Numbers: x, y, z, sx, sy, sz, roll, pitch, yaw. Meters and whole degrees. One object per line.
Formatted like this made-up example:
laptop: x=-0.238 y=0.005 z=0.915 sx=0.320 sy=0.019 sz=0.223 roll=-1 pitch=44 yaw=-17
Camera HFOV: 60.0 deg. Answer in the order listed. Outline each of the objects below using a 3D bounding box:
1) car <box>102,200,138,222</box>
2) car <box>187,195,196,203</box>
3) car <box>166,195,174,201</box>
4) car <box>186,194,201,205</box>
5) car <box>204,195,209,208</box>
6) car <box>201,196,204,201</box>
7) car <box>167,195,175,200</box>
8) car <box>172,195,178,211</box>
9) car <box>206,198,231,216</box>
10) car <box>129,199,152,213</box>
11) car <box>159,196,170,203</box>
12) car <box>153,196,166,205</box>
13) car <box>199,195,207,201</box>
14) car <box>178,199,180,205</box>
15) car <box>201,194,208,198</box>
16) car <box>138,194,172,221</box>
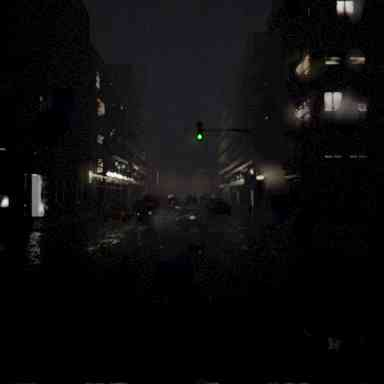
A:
car: x=-5.703 y=1.507 z=25.947 sx=1.752 sy=1.417 sz=4.829 roll=1 pitch=0 yaw=0
car: x=-0.055 y=1.435 z=67.898 sx=1.837 sy=1.490 sz=4.892 roll=0 pitch=0 yaw=0
car: x=-5.753 y=1.476 z=86.704 sx=1.752 sy=1.417 sz=4.829 roll=1 pitch=0 yaw=0
car: x=-0.046 y=1.315 z=57.862 sx=2.097 sy=1.767 sz=4.553 roll=0 pitch=0 yaw=0
car: x=2.669 y=1.415 z=37.157 sx=1.967 sy=1.590 sz=4.097 roll=1 pitch=0 yaw=0
car: x=2.659 y=1.550 z=48.204 sx=1.802 sy=1.307 sz=4.206 roll=1 pitch=0 yaw=0
car: x=-5.758 y=1.499 z=92.398 sx=2.008 sy=1.369 sz=4.403 roll=1 pitch=0 yaw=0
car: x=-3.118 y=1.477 z=40.618 sx=1.837 sy=1.490 sz=4.892 roll=0 pitch=0 yaw=0
car: x=2.673 y=1.523 z=31.633 sx=1.887 sy=1.381 sz=4.507 roll=1 pitch=0 yaw=0
car: x=-5.713 y=1.519 z=37.164 sx=1.887 sy=1.381 sz=4.507 roll=1 pitch=0 yaw=0
car: x=-5.740 y=1.501 z=70.305 sx=1.887 sy=1.381 sz=4.507 roll=1 pitch=0 yaw=0
car: x=-5.731 y=1.487 z=59.088 sx=1.752 sy=1.417 sz=4.829 roll=1 pitch=0 yaw=0
car: x=2.632 y=1.519 z=81.345 sx=1.947 sy=1.339 sz=4.313 roll=1 pitch=0 yaw=0
car: x=-3.086 y=1.489 z=56.571 sx=1.812 sy=1.442 sz=4.674 roll=0 pitch=0 yaw=0
car: x=2.643 y=1.272 z=70.299 sx=2.192 sy=1.841 sz=5.009 roll=1 pitch=0 yaw=0
car: x=-3.106 y=1.202 z=27.343 sx=2.150 sy=2.045 sz=5.566 roll=0 pitch=0 yaw=0
